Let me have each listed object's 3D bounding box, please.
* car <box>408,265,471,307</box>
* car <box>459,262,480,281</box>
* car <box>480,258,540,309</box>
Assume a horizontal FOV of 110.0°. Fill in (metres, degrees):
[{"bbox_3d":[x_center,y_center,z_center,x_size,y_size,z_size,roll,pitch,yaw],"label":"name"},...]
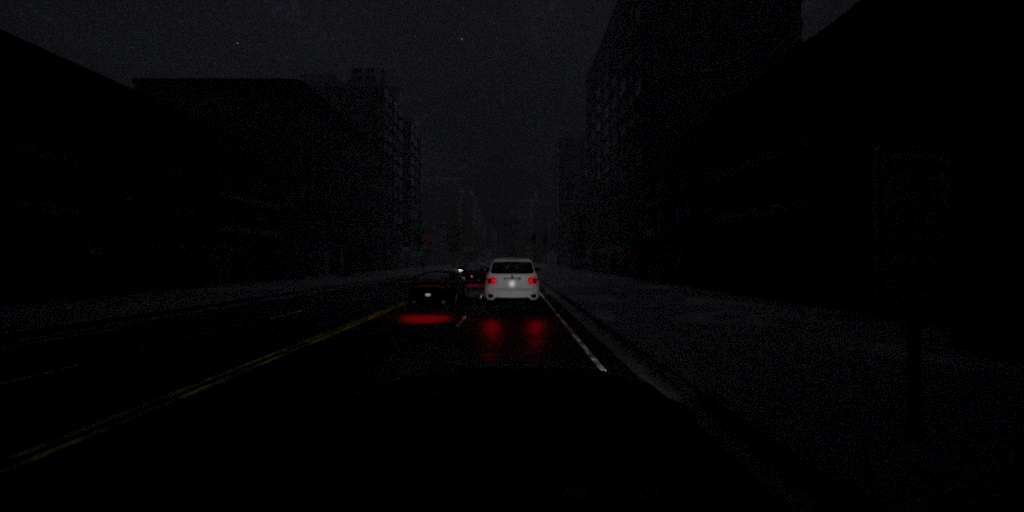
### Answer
[{"bbox_3d":[-3.235,1.363,16.323,1.882,1.535,5.008,0,0,0],"label":"car"},{"bbox_3d":[-3.225,1.500,31.316,1.882,1.535,5.008,0,0,0],"label":"car"},{"bbox_3d":[0.009,1.098,15.876,2.150,2.045,5.566,0,0,0],"label":"car"}]
